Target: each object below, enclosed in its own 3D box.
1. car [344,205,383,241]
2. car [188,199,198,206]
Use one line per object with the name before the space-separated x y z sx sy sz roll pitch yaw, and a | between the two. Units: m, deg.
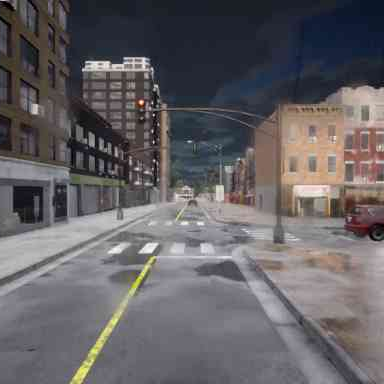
car | 10.843 1.642 17.854 5.009 1.841 2.192 1 -1 0
car | 0.154 2.204 72.477 1.837 1.490 4.892 0 -1 0
